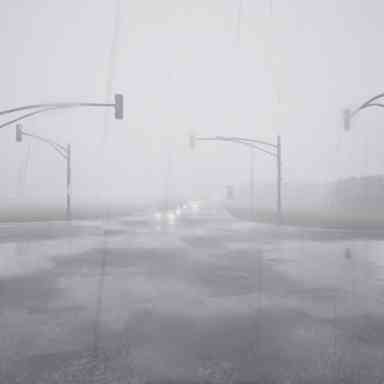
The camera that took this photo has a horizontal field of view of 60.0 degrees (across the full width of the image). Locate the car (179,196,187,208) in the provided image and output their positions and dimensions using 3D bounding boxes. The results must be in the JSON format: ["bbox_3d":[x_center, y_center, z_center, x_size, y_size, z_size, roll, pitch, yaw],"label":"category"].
[{"bbox_3d":[-2.315,1.485,48.668,2.128,1.511,4.902,0,0,3],"label":"car"}]

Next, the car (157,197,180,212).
[{"bbox_3d":[-2.823,1.600,38.266,1.895,1.301,4.718,0,0,3],"label":"car"}]

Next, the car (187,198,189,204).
[{"bbox_3d":[-1.670,1.478,59.558,2.128,1.511,4.902,0,0,4],"label":"car"}]

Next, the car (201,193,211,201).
[{"bbox_3d":[3.340,1.191,79.102,2.150,2.045,5.566,0,0,5],"label":"car"}]
